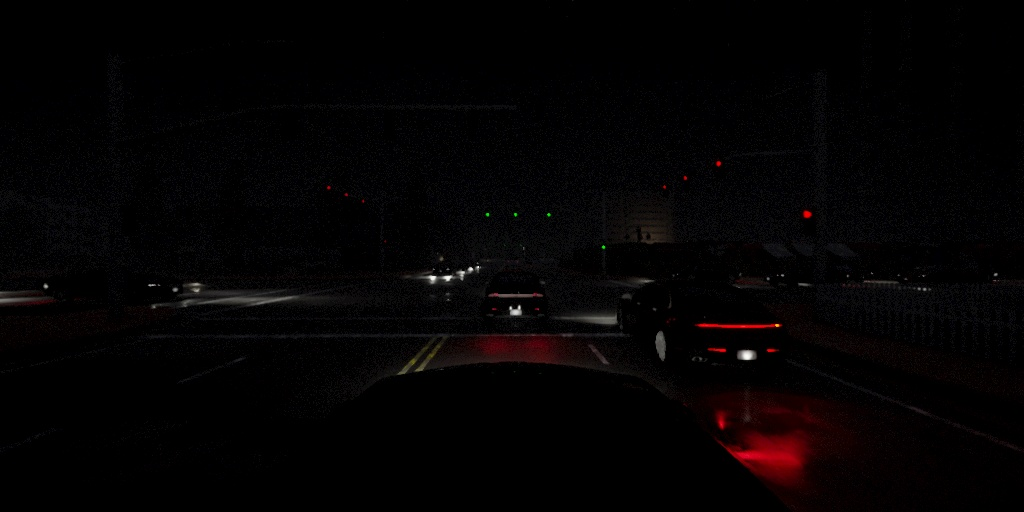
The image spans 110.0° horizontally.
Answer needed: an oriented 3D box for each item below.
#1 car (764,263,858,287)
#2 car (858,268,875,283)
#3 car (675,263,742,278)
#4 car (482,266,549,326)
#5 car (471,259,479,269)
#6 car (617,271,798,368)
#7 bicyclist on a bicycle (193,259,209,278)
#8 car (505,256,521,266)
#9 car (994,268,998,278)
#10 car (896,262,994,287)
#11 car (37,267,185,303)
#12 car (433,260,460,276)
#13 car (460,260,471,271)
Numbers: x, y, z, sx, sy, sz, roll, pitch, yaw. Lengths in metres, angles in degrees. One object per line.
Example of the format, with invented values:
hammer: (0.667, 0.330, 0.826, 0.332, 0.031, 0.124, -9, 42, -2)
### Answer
car: (19.459, 1.242, 23.865, 4.902, 1.511, 2.128, 0, 0, -1)
car: (24.483, 1.299, 27.491, 5.357, 1.411, 2.033, 0, 0, -1)
car: (14.744, 1.256, 27.315, 4.892, 1.490, 1.837, 0, 0, 1)
car: (0.101, 1.242, 11.707, 2.128, 1.511, 4.902, 0, 0, 0)
car: (-7.020, 1.318, 57.908, 1.994, 1.385, 4.181, 0, 0, 1)
car: (3.680, 1.255, 7.851, 1.837, 1.490, 4.892, 0, 0, 3)
bicyclist on a bicycle: (-26.368, 1.054, 30.420, 0.582, 1.620, 1.656, 0, 0, -3)
car: (0.131, 0.975, 55.139, 2.150, 2.045, 5.566, 0, 0, 0)
car: (34.306, 1.242, 27.724, 4.902, 1.511, 2.128, 0, 0, -1)
car: (28.718, 1.277, 24.084, 4.674, 1.442, 1.812, 0, 0, -1)
car: (-17.483, 1.243, 15.937, 4.902, 1.511, 2.128, 0, 0, -2)
car: (-7.079, 1.258, 38.042, 1.837, 1.490, 4.892, 0, 0, 0)
car: (-7.067, 1.279, 47.865, 1.812, 1.442, 4.674, 0, 0, 1)
